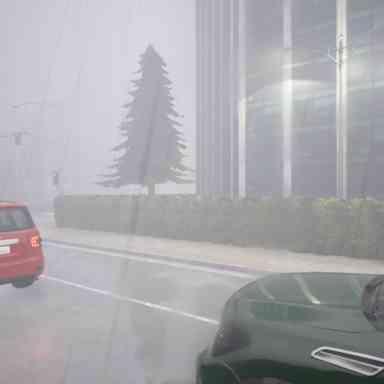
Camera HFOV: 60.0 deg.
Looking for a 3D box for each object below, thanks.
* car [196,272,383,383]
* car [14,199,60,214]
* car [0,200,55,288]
[{"bbox_3d":[2.688,1.221,2.073,5.566,2.045,2.150,0,0,36],"label":"car"},{"bbox_3d":[-17.192,1.564,37.063,1.994,1.385,4.181,0,0,36],"label":"car"},{"bbox_3d":[-5.778,1.221,8.059,5.566,2.045,2.150,0,0,38],"label":"car"}]
